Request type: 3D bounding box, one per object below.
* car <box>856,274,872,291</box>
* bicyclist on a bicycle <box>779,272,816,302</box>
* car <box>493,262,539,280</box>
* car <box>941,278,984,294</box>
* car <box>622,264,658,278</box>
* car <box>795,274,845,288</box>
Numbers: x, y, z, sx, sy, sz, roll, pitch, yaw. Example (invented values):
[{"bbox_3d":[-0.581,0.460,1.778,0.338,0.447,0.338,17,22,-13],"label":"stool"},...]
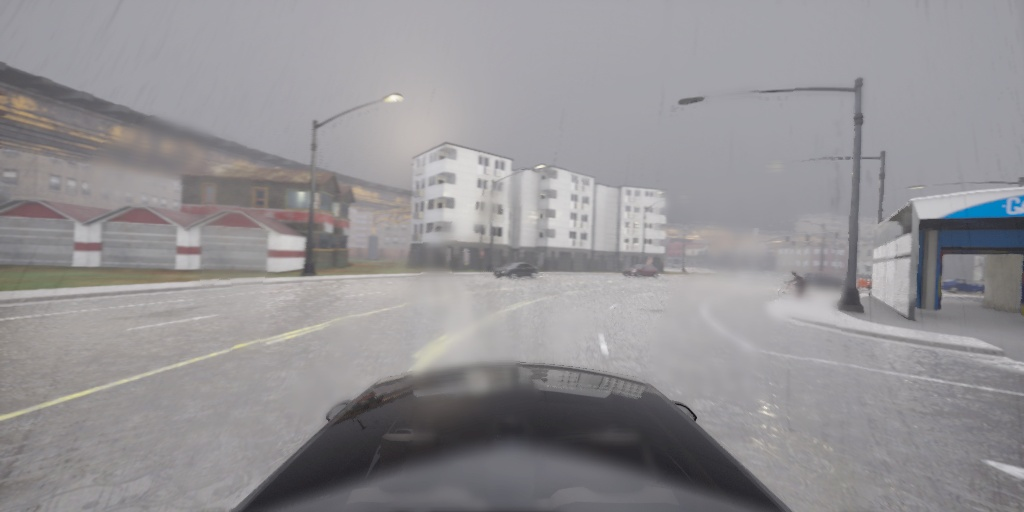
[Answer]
[{"bbox_3d":[37.028,2.635,36.724,4.553,1.767,2.097,2,0,-13],"label":"car"},{"bbox_3d":[15.966,1.712,20.050,1.656,1.620,0.582,3,0,42],"label":"bicyclist on a bicycle"},{"bbox_3d":[0.405,1.291,31.532,1.837,1.490,4.892,1,-1,41],"label":"car"},{"bbox_3d":[48.342,3.210,38.637,5.008,1.535,1.882,2,0,8],"label":"car"},{"bbox_3d":[15.777,1.770,44.060,4.553,1.767,2.097,2,0,-28],"label":"car"},{"bbox_3d":[33.876,2.702,39.582,5.357,1.411,2.033,2,0,-13],"label":"car"}]
